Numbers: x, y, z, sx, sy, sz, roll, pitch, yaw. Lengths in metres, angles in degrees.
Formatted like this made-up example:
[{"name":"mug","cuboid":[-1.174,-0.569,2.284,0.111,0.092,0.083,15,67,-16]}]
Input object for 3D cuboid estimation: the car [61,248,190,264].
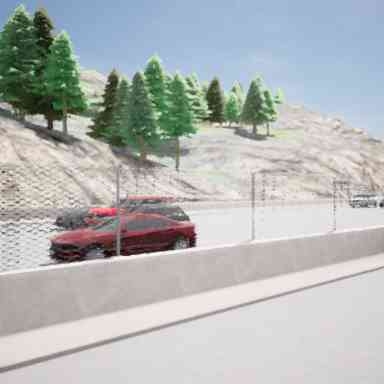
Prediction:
[{"name":"car","cuboid":[-2.119,1.495,11.266,5.008,1.535,1.882,0,0,-38]}]
